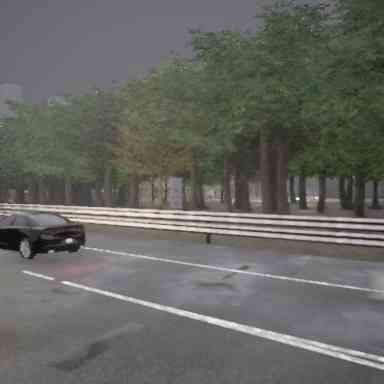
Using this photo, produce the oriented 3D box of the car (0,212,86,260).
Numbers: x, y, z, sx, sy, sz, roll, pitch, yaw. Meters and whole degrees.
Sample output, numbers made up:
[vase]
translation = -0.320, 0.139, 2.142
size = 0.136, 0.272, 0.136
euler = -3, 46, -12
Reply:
[car]
translation = -6.123, 1.480, 12.558
size = 5.008, 1.535, 1.882
euler = 0, 0, 35
